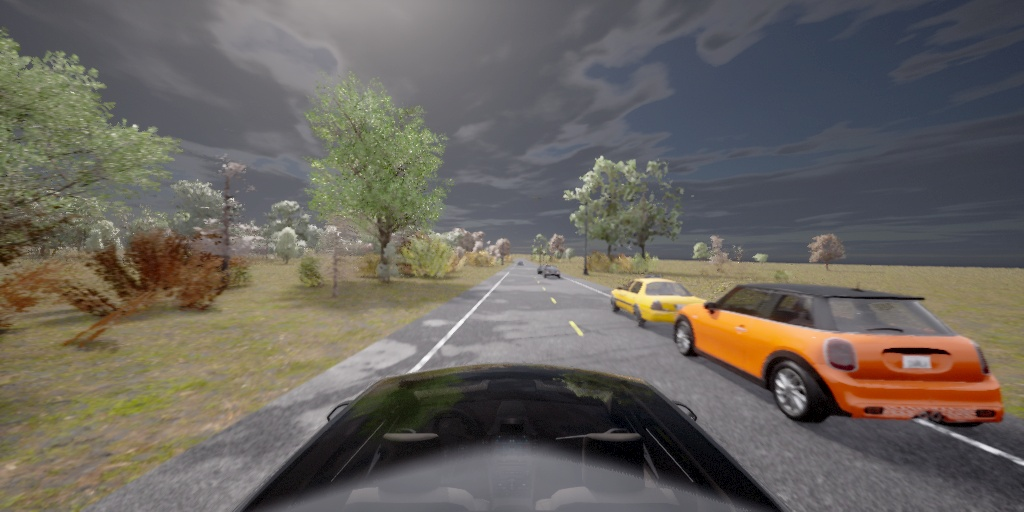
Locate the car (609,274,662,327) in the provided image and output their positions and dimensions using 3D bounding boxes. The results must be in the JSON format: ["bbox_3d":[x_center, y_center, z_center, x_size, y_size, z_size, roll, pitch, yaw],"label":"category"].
[{"bbox_3d":[4.744,1.409,12.367,1.801,1.575,5.366,1,-1,1],"label":"car"}]

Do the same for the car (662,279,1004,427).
[{"bbox_3d":[4.596,1.233,6.151,2.097,1.767,4.553,1,-1,1],"label":"car"}]

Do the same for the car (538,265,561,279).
[{"bbox_3d":[4.459,1.795,41.083,2.033,1.411,5.357,1,-1,2],"label":"car"}]
